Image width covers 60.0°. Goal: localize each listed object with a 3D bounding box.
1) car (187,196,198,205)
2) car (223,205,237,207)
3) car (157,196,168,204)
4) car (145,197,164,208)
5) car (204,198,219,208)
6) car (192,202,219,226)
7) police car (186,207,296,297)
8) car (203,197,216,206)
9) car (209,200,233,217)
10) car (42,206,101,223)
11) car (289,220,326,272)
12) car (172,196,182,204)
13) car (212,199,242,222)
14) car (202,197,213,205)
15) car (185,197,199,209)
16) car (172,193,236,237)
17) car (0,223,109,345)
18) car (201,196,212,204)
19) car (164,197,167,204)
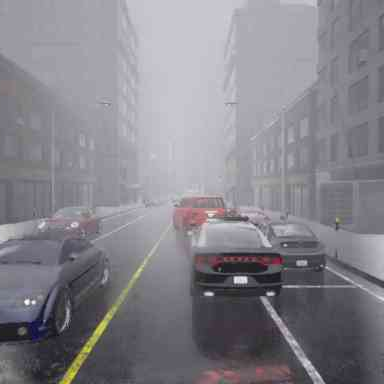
[{"bbox_3d":[0.021,1.506,59.469,1.882,1.535,5.008,0,0,0],"label":"car"},{"bbox_3d":[2.758,1.546,16.032,1.887,1.381,4.507,-1,0,0],"label":"car"},{"bbox_3d":[-5.750,1.578,65.582,1.887,1.381,4.507,-1,0,0],"label":"car"},{"bbox_3d":[-5.757,1.459,49.066,1.967,1.590,4.097,-1,0,0],"label":"car"},{"bbox_3d":[2.769,1.585,49.063,1.947,1.339,4.313,-1,0,0],"label":"car"},{"bbox_3d":[0.909,1.530,24.630,1.812,1.442,4.674,0,0,0],"label":"car"},{"bbox_3d":[0.902,1.425,8.738,1.930,1.638,5.238,0,0,0],"label":"police car"},{"bbox_3d":[2.771,1.568,54.568,1.887,1.381,4.507,-1,0,0],"label":"car"},{"bbox_3d":[2.763,1.553,32.547,1.887,1.381,4.507,-1,0,0],"label":"car"},{"bbox_3d":[-5.769,1.441,16.035,1.967,1.590,4.097,-1,0,0],"label":"car"},{"bbox_3d":[2.756,1.551,10.526,2.008,1.369,4.403,-1,0,0],"label":"car"},{"bbox_3d":[-2.977,1.511,66.284,1.882,1.535,5.008,0,0,0],"label":"car"},{"bbox_3d":[2.760,1.445,27.042,1.967,1.590,4.097,-1,0,0],"label":"car"},{"bbox_3d":[2.773,1.573,60.073,1.887,1.381,4.507,-1,0,0],"label":"car"},{"bbox_3d":[0.036,1.522,46.825,1.837,1.490,4.892,0,0,1],"label":"car"},{"bbox_3d":[0.341,1.213,18.420,2.150,2.045,5.566,-1,0,-12],"label":"car"},{"bbox_3d":[-2.998,1.563,6.460,1.994,1.385,4.181,0,0,0],"label":"car"},{"bbox_3d":[2.775,1.578,65.579,1.887,1.381,4.507,-1,0,0],"label":"car"},{"bbox_3d":[-5.754,1.589,54.571,1.947,1.339,4.313,-1,0,0],"label":"car"}]
